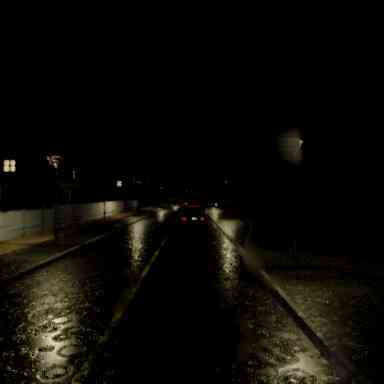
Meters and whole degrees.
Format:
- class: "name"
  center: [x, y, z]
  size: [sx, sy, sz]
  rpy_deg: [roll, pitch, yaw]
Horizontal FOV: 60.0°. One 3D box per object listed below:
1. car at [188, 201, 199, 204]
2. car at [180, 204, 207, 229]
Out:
- class: "car"
  center: [0.163, 1.935, 41.600]
  size: [1.837, 1.490, 4.892]
  rpy_deg: [0, -1, 1]
- class: "car"
  center: [0.098, 1.797, 23.895]
  size: [2.033, 1.411, 5.357]
  rpy_deg: [0, -1, 0]
